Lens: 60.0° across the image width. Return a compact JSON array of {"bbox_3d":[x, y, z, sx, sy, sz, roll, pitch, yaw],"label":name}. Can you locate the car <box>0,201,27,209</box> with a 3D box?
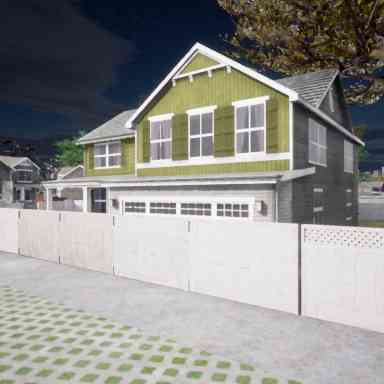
[{"bbox_3d":[-18.229,1.593,32.068,1.837,1.490,4.892,0,0,18],"label":"car"}]

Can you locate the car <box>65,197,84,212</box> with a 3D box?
[{"bbox_3d":[-14.982,1.484,41.747,2.097,1.767,4.553,0,0,20],"label":"car"}]
